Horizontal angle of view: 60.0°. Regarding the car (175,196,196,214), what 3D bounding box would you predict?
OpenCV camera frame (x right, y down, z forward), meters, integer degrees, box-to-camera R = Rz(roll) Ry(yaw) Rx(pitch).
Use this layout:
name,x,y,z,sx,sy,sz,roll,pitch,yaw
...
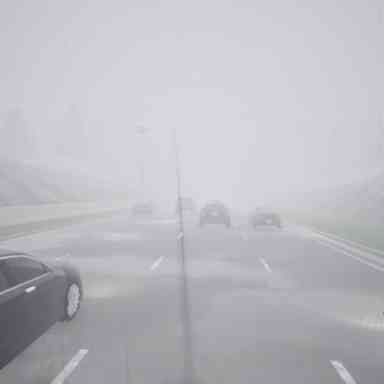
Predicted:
name,x,y,z,sx,sy,sz,roll,pitch,yaw
car,-0.771,1.537,40.225,2.150,2.045,5.566,1,0,4

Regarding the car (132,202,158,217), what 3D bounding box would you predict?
name,x,y,z,sx,sy,sz,roll,pitch,yaw
car,-4.722,1.716,33.782,2.128,1.511,4.902,1,0,4

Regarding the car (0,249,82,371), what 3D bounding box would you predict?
name,x,y,z,sx,sy,sz,roll,pitch,yaw
car,-3.041,1.512,4.445,1.837,1.490,4.892,0,0,2

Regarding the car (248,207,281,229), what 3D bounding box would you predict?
name,x,y,z,sx,sy,sz,roll,pitch,yaw
car,5.117,1.764,23.720,1.812,1.442,4.674,1,0,4

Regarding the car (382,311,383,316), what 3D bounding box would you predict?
name,x,y,z,sx,sy,sz,roll,pitch,yaw
car,3.757,1.605,2.639,2.033,1.411,5.357,1,0,3

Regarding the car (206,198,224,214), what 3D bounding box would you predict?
name,x,y,z,sx,sy,sz,roll,pitch,yaw
car,2.797,1.705,41.124,2.097,1.767,4.553,1,-1,4

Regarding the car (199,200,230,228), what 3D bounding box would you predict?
name,x,y,z,sx,sy,sz,roll,pitch,yaw
car,1.667,1.565,24.489,2.097,1.767,4.553,1,0,4
